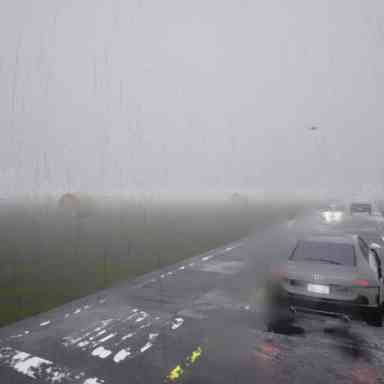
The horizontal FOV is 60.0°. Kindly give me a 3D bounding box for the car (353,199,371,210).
[{"bbox_3d":[22.011,1.558,43.022,1.895,1.301,4.718,0,0,28],"label":"car"}]

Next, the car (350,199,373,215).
[{"bbox_3d":[17.130,1.455,33.730,1.882,1.535,5.008,0,0,28],"label":"car"}]

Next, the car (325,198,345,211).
[{"bbox_3d":[17.092,1.460,39.626,2.128,1.511,4.902,0,0,28],"label":"car"}]

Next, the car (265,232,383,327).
[{"bbox_3d":[3.018,1.562,7.247,1.994,1.385,4.181,0,0,28],"label":"car"}]
